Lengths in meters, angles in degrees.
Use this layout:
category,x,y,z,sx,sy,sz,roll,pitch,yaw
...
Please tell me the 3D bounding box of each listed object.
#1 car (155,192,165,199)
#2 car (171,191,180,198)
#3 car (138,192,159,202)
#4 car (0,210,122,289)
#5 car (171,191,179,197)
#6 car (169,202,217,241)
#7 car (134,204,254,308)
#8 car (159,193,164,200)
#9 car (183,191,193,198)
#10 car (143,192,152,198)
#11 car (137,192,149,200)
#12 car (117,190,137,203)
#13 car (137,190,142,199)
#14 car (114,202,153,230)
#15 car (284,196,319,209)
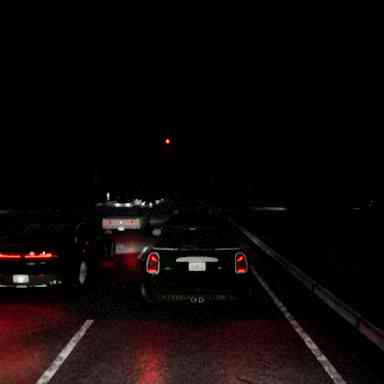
category,x,y,z,sx,sy,sz,roll,pitch,yaw
car,-7.323,0.840,76.419,2.033,1.411,5.357,0,1,-1
car,-4.163,0.648,85.302,1.882,1.535,5.008,0,1,-4
car,-7.215,1.083,55.925,2.033,1.411,5.357,0,1,0
car,-3.417,1.465,9.051,1.837,1.490,4.892,0,0,0
car,-4.944,0.508,95.468,1.837,1.490,4.892,0,1,-7
car,0.056,1.381,17.196,2.128,1.511,4.902,0,1,1
car,0.086,1.320,7.999,2.097,1.767,4.553,0,0,0
car,-7.190,0.979,65.993,2.033,1.411,5.357,0,1,1
car,-0.704,0.674,86.003,1.812,1.442,4.674,0,1,-4
car,-11.090,0.716,83.662,1.812,1.442,4.674,0,1,-2
car,-10.752,0.865,73.441,2.128,1.511,4.902,0,1,-1
car,-10.710,0.907,53.776,2.097,1.767,4.553,0,1,0
car,-10.698,0.684,63.216,2.150,2.045,5.566,0,1,0
car,-3.440,1.479,18.372,1.895,1.301,4.718,0,1,0
car,13.702,1.237,39.171,5.357,1.411,2.033,0,1,-3
